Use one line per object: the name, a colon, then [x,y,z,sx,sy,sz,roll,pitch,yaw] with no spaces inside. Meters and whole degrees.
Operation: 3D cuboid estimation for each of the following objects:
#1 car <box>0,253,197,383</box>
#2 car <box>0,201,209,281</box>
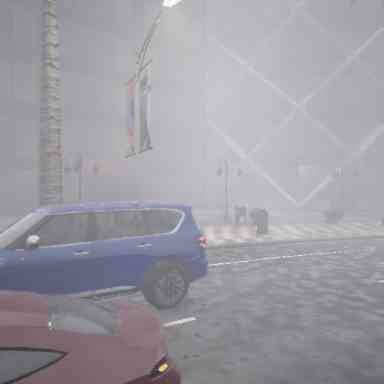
car: [-2.264,1.526,2.158,4.674,1.442,1.812,0,0,-34]
car: [-2.287,1.221,6.396,5.566,2.045,2.150,0,0,-32]
